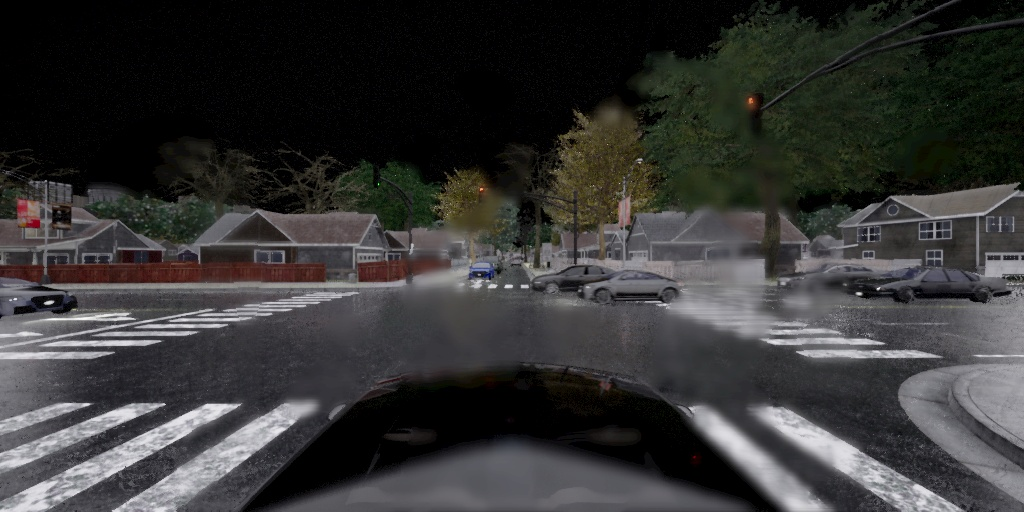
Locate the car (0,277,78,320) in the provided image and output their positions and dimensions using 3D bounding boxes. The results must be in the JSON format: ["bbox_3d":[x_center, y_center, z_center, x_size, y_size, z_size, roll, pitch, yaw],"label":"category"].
[{"bbox_3d":[-17.598,1.410,12.136,4.181,1.385,1.994,0,0,1],"label":"car"}]

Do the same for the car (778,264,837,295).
[{"bbox_3d":[16.379,1.133,18.298,4.902,1.511,2.128,0,0,1],"label":"car"}]

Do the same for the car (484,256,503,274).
[{"bbox_3d":[-2.400,0.994,41.647,2.150,2.045,5.566,0,0,1],"label":"car"}]

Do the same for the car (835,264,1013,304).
[{"bbox_3d":[17.257,1.186,15.035,5.357,1.411,2.033,0,0,1],"label":"car"}]

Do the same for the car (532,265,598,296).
[{"bbox_3d":[3.475,1.234,18.501,4.892,1.490,1.837,0,0,1],"label":"car"}]

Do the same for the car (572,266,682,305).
[{"bbox_3d":[4.900,1.279,15.227,4.181,1.385,1.994,0,0,1],"label":"car"}]

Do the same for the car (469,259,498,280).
[{"bbox_3d":[-2.594,1.241,31.411,1.882,1.535,5.008,0,0,1],"label":"car"}]
